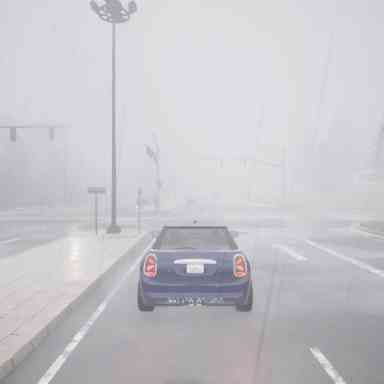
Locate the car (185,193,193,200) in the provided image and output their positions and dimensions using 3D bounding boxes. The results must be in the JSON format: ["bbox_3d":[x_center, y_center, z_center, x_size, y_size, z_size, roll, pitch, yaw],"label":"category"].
[{"bbox_3d":[-0.812,1.189,95.577,2.150,2.045,5.566,0,0,-1],"label":"car"}]

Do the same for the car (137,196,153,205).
[{"bbox_3d":[-8.282,1.505,57.059,1.837,1.490,4.892,0,0,-1],"label":"car"}]

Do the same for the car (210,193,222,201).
[{"bbox_3d":[6.357,1.215,85.008,2.150,2.045,5.566,0,0,-1],"label":"car"}]

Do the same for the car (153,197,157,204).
[{"bbox_3d":[-8.370,1.505,66.268,1.837,1.490,4.892,0,0,0],"label":"car"}]

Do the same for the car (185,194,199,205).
[{"bbox_3d":[-0.161,1.526,54.717,1.812,1.442,4.674,0,0,-1],"label":"car"}]

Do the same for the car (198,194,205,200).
[{"bbox_3d":[2.688,1.442,95.603,1.882,1.535,5.008,0,0,-1],"label":"car"}]

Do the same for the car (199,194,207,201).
[{"bbox_3d":[2.852,1.513,85.279,1.812,1.442,4.674,0,0,-1],"label":"car"}]

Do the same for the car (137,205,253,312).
[{"bbox_3d":[0.071,1.352,7.897,2.097,1.767,4.553,0,0,0],"label":"car"}]
